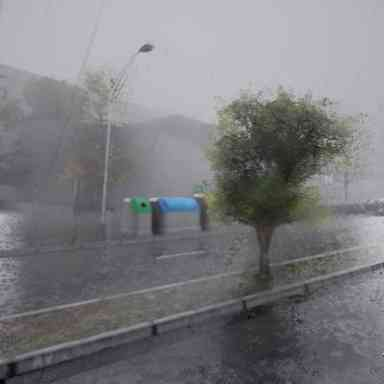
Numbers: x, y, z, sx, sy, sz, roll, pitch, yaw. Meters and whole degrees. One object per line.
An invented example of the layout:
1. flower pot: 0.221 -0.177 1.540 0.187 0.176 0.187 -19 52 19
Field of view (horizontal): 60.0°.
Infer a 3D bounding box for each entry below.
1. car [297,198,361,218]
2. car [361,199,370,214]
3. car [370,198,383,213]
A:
1. car: 12.534 1.490 30.812 5.008 1.535 2.097 0 0 30
2. car: 14.726 1.373 32.779 4.553 1.767 2.185 0 -1 29
3. car: 19.147 1.517 36.705 4.892 1.521 2.231 0 0 28
